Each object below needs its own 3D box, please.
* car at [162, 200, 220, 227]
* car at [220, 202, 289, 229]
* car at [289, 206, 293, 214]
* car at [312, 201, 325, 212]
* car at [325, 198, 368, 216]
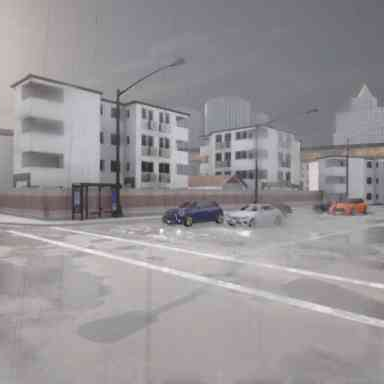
[{"bbox_3d":[0.126,1.340,22.902,4.553,1.767,2.097,0,0,-44],"label":"car"},{"bbox_3d":[4.244,1.525,22.053,4.674,1.442,1.812,0,0,-44],"label":"car"},{"bbox_3d":[6.904,1.556,29.512,5.357,1.411,2.033,0,0,-44],"label":"car"},{"bbox_3d":[15.563,1.636,37.515,4.718,1.301,1.895,0,0,-39],"label":"car"},{"bbox_3d":[15.302,1.383,32.494,4.553,1.767,2.097,0,0,-42],"label":"car"}]
